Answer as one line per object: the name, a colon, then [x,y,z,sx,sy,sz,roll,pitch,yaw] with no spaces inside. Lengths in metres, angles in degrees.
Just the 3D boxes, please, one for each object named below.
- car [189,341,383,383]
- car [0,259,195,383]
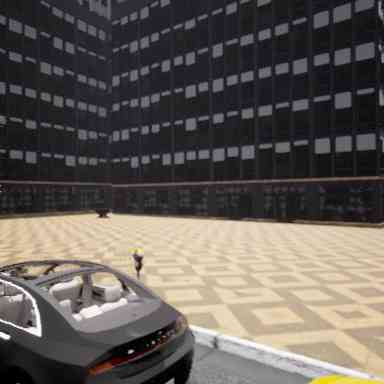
car: [2.473,1.519,1.087,4.829,1.417,1.752,0,-1,35]
car: [-2.026,1.569,4.283,4.403,1.369,2.008,0,0,35]
